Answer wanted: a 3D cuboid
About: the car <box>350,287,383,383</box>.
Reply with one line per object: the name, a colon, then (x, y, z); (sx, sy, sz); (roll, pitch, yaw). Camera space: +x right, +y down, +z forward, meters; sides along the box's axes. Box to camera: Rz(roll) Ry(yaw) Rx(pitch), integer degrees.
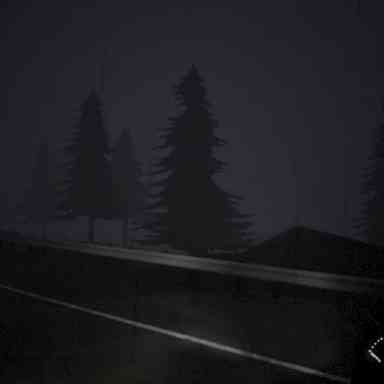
car: (4.189, 1.370, 2.329); (5.566, 2.045, 2.150); (0, -2, 32)
